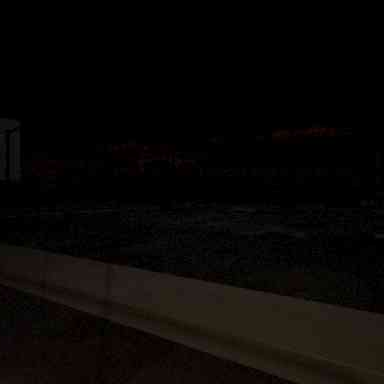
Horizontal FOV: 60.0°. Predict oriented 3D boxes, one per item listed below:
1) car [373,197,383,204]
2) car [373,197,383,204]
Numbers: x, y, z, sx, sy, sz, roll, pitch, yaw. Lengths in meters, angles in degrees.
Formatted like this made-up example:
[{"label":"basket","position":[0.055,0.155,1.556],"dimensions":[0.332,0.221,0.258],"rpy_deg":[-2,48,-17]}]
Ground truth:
[{"label":"car","position":[37.525,1.734,65.324],"dimensions":[2.038,1.542,4.974],"rpy_deg":[1,1,6]},{"label":"car","position":[37.532,1.576,65.374],"dimensions":[1.853,1.218,4.536],"rpy_deg":[1,1,6]}]
